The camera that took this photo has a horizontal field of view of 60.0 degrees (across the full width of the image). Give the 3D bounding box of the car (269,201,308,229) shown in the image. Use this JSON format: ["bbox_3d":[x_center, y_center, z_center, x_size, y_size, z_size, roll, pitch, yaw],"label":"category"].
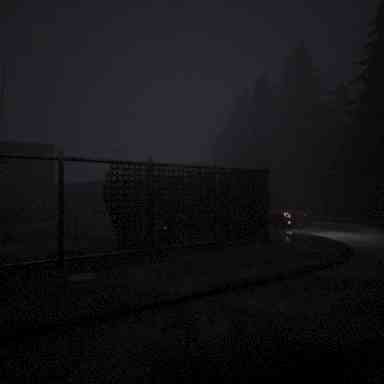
[{"bbox_3d":[5.218,1.363,21.750,2.097,1.767,4.553,0,0,-36],"label":"car"}]
